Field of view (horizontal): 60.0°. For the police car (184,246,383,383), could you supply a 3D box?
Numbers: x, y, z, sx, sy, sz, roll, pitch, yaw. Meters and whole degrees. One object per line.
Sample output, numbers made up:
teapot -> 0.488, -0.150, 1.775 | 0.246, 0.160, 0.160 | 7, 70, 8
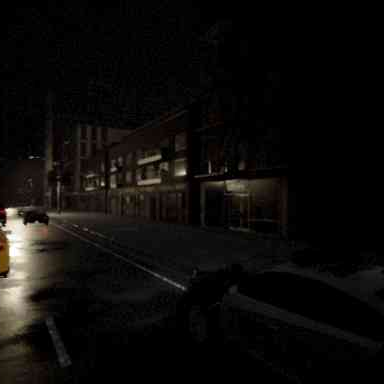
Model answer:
police car -> 1.611, 1.547, 4.310 | 1.930, 1.638, 5.238 | 1, -2, -30

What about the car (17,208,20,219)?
car -> -19.228, 2.400, 38.638 | 1.895, 1.301, 4.718 | 1, -2, -29

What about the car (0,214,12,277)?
car -> -6.861, 1.690, 10.505 | 1.882, 1.535, 5.008 | 1, -2, -30

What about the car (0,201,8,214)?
car -> -16.716, 1.779, 27.783 | 2.150, 2.045, 5.566 | 1, -2, -30

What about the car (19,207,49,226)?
car -> -13.721, 2.208, 29.035 | 1.895, 1.301, 4.718 | 1, -2, -29
